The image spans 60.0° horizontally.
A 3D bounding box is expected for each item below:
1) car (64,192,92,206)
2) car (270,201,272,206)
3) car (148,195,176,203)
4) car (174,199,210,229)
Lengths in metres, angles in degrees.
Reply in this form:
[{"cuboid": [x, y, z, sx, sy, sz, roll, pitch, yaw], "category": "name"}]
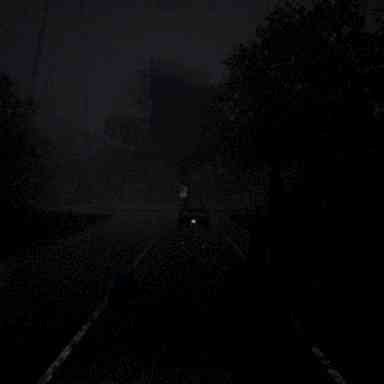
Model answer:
[{"cuboid": [-17.405, 1.047, 51.058, 2.150, 2.045, 5.566, 0, 0, 10], "category": "car"}, {"cuboid": [10.888, 1.350, 38.226, 1.882, 1.535, 5.008, 1, 1, 43], "category": "car"}, {"cuboid": [-5.723, 1.331, 64.138, 5.357, 1.411, 2.033, 0, 0, -14], "category": "car"}, {"cuboid": [0.091, 1.421, 20.997, 2.128, 1.511, 4.902, 0, 0, 0], "category": "car"}]
